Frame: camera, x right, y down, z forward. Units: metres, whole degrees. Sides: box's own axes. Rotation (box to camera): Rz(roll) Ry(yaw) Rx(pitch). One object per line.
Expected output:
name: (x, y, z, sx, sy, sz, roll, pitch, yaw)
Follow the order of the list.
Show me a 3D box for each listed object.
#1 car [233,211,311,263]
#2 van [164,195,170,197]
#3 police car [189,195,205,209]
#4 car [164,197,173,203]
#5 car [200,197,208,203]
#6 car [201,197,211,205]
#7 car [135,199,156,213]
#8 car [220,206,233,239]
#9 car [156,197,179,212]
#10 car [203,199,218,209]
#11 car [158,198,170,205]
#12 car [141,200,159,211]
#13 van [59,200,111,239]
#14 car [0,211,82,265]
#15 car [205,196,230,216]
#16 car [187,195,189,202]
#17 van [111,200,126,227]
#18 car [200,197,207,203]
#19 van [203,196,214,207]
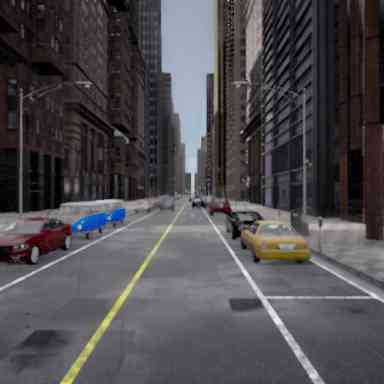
car: (2.780, 1.578, 12.059, 1.752, 1.417, 4.829, 0, 0, 0)
van: (-5.679, 1.630, 62.458, 1.690, 1.788, 3.998, 0, 0, 0)
police car: (0.966, 1.651, 49.700, 1.930, 1.638, 5.238, 0, 0, 0)
car: (-5.657, 1.898, 79.142, 1.752, 1.417, 4.829, 0, 0, 0)
car: (2.868, 1.956, 79.313, 1.802, 1.307, 4.206, 0, 0, 0)
car: (2.854, 1.844, 68.246, 1.752, 1.417, 4.829, 0, 0, 0)
car: (-5.709, 1.702, 39.813, 1.752, 1.417, 4.829, 0, 0, 0)
car: (2.787, 1.642, 17.507, 1.947, 1.339, 4.313, 0, 0, 0)
car: (-3.035, 1.692, 41.697, 1.837, 1.490, 4.892, 0, -1, 0)
car: (2.831, 1.784, 51.219, 2.008, 1.369, 4.403, 0, 0, 0)
car: (-5.672, 1.868, 68.075, 2.008, 1.369, 4.403, 0, 0, 0)
car: (-5.702, 1.755, 45.607, 2.008, 1.369, 4.403, 0, 0, 0)
van: (-5.738, 1.416, 17.511, 1.690, 1.788, 3.998, 0, 0, 0)
car: (-5.746, 1.596, 11.892, 1.887, 1.381, 4.507, 0, 0, 0)
car: (2.809, 1.467, 34.365, 2.192, 1.841, 5.009, 0, 0, 0)
car: (0.112, 1.913, 83.955, 1.812, 1.442, 4.674, 0, 0, 0)
van: (-5.731, 1.441, 23.130, 1.690, 1.788, 3.998, 0, 0, 0)
car: (2.876, 1.985, 84.931, 1.802, 1.307, 4.206, 0, 0, 0)
van: (2.839, 1.602, 56.839, 1.690, 1.788, 3.998, 0, 0, 0)
